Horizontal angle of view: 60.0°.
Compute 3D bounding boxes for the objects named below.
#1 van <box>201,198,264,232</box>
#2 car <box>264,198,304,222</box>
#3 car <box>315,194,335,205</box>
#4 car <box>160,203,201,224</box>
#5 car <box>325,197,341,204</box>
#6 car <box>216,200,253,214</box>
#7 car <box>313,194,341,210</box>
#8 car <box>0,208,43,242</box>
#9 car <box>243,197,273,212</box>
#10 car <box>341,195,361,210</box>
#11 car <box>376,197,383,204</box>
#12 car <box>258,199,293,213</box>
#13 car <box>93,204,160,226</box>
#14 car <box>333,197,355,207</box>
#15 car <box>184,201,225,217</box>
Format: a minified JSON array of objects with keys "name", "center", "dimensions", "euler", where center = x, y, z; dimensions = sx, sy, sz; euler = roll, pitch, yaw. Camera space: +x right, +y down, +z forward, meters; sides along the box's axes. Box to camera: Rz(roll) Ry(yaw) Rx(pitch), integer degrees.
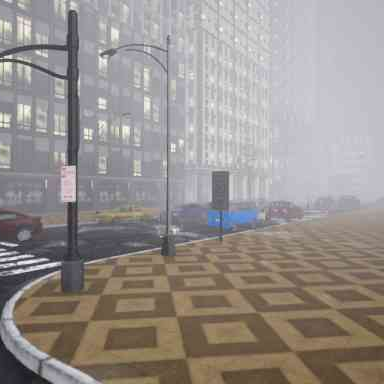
[{"name":"van","center":[2.576,1.368,20.278],"dimensions":[1.690,1.788,3.998],"euler":[0,0,38]},{"name":"car","center":[7.534,1.472,26.910],"dimensions":[1.967,1.590,4.097],"euler":[0,0,38]},{"name":"car","center":[25.025,1.381,62.591],"dimensions":[2.192,1.841,5.009],"euler":[0,0,38]},{"name":"car","center":[-0.501,1.547,25.337],"dimensions":[1.812,1.442,4.674],"euler":[0,0,38]},{"name":"car","center":[28.416,1.625,67.001],"dimensions":[2.008,1.369,4.403],"euler":[0,0,38]},{"name":"car","center":[4.678,1.571,36.125],"dimensions":[1.887,1.381,4.507],"euler":[0,0,38]},{"name":"car","center":[17.907,1.400,44.449],"dimensions":[2.097,1.767,4.553],"euler":[0,0,38]},{"name":"car","center":[-9.236,1.488,14.614],"dimensions":[1.882,1.535,5.008],"euler":[0,0,43]},{"name":"car","center":[8.069,1.471,40.536],"dimensions":[1.967,1.590,4.097],"euler":[0,0,38]},{"name":"car","center":[21.098,1.369,44.554],"dimensions":[2.192,1.841,5.009],"euler":[0,0,38]},{"name":"car","center":[38.053,1.658,66.607],"dimensions":[1.947,1.339,4.313],"euler":[0,0,38]},{"name":"car","center":[9.833,1.582,38.744],"dimensions":[2.033,1.411,5.357],"euler":[0,0,38]},{"name":"car","center":[-4.816,1.540,23.987],"dimensions":[1.752,1.417,4.829],"euler":[0,0,38]},{"name":"car","center":[23.956,1.552,52.312],"dimensions":[2.128,1.511,4.902],"euler":[0,0,37]},{"name":"car","center":[1.287,1.604,31.714],"dimensions":[1.802,1.307,4.206],"euler":[0,0,38]}]
